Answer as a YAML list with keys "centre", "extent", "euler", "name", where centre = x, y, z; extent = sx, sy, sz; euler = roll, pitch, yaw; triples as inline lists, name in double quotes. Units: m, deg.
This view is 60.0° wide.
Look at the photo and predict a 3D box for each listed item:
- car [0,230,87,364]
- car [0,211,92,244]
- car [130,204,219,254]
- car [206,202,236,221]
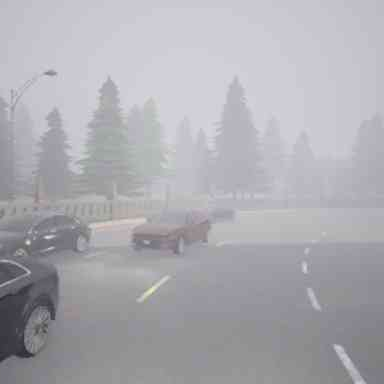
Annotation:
- centre: [-3.140, 1.456, 3.253]
  extent: [2.128, 1.511, 4.902]
  euler: [1, 0, 6]
  name: "car"
- centre: [-5.221, 1.437, 10.909]
  extent: [1.837, 1.490, 4.892]
  euler: [1, 0, 17]
  name: "car"
- centre: [-0.639, 1.450, 13.666]
  extent: [1.882, 1.535, 5.008]
  euler: [1, 0, 22]
  name: "car"
- centre: [1.669, 1.501, 25.286]
  extent: [1.812, 1.442, 4.674]
  euler: [1, 0, 36]
  name: "car"
